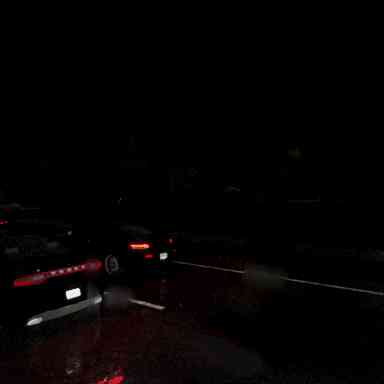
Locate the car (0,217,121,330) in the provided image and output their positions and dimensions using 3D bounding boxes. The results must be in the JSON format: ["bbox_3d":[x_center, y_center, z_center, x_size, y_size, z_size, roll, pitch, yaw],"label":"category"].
[{"bbox_3d":[-3.923,1.481,6.781,5.008,1.535,1.882,0,0,35],"label":"car"}]

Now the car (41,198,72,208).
[{"bbox_3d":[-19.612,1.583,48.125,1.994,1.385,4.181,0,0,36],"label":"car"}]

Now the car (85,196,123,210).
[{"bbox_3d":[-11.230,1.579,41.797,1.994,1.385,4.181,0,0,36],"label":"car"}]

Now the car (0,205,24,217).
[{"bbox_3d":[-10.106,1.512,15.479,4.892,1.490,1.837,0,0,36],"label":"car"}]

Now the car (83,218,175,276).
[{"bbox_3d":[-2.631,1.529,10.150,4.674,1.442,1.812,0,0,35],"label":"car"}]

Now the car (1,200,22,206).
[{"bbox_3d":[-18.561,1.540,31.654,1.812,1.442,4.674,0,0,35],"label":"car"}]

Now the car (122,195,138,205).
[{"bbox_3d":[-11.784,1.372,58.819,2.097,1.767,4.553,0,0,36],"label":"car"}]

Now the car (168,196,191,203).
[{"bbox_3d":[-2.698,1.487,71.113,2.033,1.411,5.357,0,0,36],"label":"car"}]

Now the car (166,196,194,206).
[{"bbox_3d":[-1.882,1.562,54.588,2.033,1.411,5.357,0,0,36],"label":"car"}]
